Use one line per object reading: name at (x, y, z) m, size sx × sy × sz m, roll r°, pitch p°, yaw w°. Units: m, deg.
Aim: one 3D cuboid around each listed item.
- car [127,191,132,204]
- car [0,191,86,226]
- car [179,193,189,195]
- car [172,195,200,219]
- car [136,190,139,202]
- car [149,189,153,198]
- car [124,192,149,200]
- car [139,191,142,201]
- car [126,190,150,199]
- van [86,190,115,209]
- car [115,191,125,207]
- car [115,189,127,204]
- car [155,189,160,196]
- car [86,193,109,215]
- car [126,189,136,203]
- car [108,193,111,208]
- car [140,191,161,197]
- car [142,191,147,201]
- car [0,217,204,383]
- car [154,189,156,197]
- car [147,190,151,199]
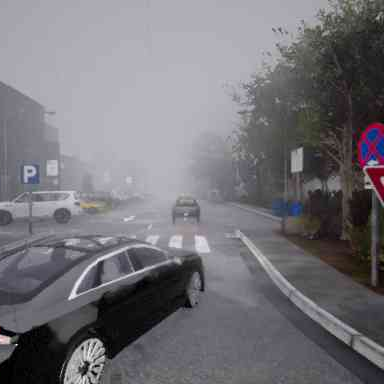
car at (-10.444, 1.008, 42.079) m, size 4.674 × 1.452 × 2.002 m, roll -1°, pitch 0°, yaw -22°
car at (-9.860, 0.958, 21.036) m, size 5.566 × 2.045 × 2.435 m, roll -1°, pitch 1°, yaw -22°
car at (-1.052, 0.927, 45.390) m, size 1.882 × 1.535 × 5.008 m, roll 0°, pitch 1°, yaw -2°
car at (-0.424, 1.188, 23.644) m, size 2.128 × 1.511 × 4.902 m, roll 0°, pitch 1°, yaw -1°
car at (-10.571, 0.776, 48.085) m, size 4.553 × 1.767 × 2.185 m, roll -1°, pitch 1°, yaw -21°
car at (-10.983, 0.500, 63.109) m, size 5.566 × 2.045 × 2.435 m, roll -1°, pitch 0°, yaw -22°
car at (-11.067, 0.764, 66.088) m, size 4.674 × 1.452 × 2.002 m, roll -1°, pitch 1°, yaw -22°
car at (-10.656, 0.899, 51.100) m, size 4.792 × 1.488 × 2.163 m, roll -1°, pitch 0°, yaw -22°
car at (-11.183, 0.572, 69.081) m, size 4.553 × 1.767 × 2.185 m, roll -1°, pitch 0°, yaw -22°
van at (-10.304, 0.847, 33.020) m, size 4.442 × 1.987 × 1.878 m, roll -1°, pitch 1°, yaw -22°
car at (-10.272, 1.036, 36.070) m, size 5.008 × 1.535 × 2.097 m, roll -1°, pitch 1°, yaw -22°
car at (-10.396, 0.877, 39.069) m, size 4.553 × 1.767 × 2.185 m, roll -1°, pitch 0°, yaw -22°
car at (-11.665, 0.553, 87.088) m, size 4.892 × 1.521 × 2.231 m, roll -1°, pitch 0°, yaw -22°
car at (-9.846, 1.134, 27.135) m, size 5.366 × 1.575 × 1.946 m, roll -1°, pitch 0°, yaw -22°
car at (-10.492, 0.809, 45.085) m, size 4.553 × 1.767 × 2.185 m, roll -1°, pitch 1°, yaw -22°
car at (-10.113, 1.145, 30.070) m, size 4.674 × 1.452 × 2.002 m, roll -1°, pitch 0°, yaw -22°
car at (-11.670, 0.500, 93.157) m, size 5.366 × 1.575 × 1.946 m, roll -1°, pitch 0°, yaw -22°
car at (-10.736, 0.587, 54.096) m, size 5.566 × 2.045 × 2.435 m, roll -1°, pitch 0°, yaw -21°
car at (-1.369, 1.432, 5.145) m, size 2.128 × 1.511 × 4.902 m, roll 1°, pitch 1°, yaw 24°
car at (-11.285, 0.675, 75.103) m, size 4.792 × 1.488 × 2.163 m, roll -1°, pitch 0°, yaw -22°
car at (-10.742, 0.773, 60.159) m, size 5.366 × 1.575 × 1.946 m, roll -1°, pitch 0°, yaw -21°
